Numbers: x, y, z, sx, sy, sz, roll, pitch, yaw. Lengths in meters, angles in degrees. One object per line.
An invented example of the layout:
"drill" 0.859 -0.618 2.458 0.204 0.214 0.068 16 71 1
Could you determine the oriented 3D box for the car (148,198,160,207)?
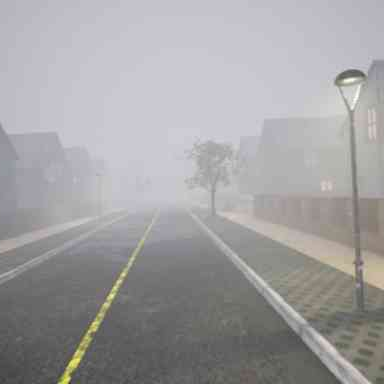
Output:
"car" -6.553 1.797 58.047 2.033 1.411 5.357 -3 0 -4
